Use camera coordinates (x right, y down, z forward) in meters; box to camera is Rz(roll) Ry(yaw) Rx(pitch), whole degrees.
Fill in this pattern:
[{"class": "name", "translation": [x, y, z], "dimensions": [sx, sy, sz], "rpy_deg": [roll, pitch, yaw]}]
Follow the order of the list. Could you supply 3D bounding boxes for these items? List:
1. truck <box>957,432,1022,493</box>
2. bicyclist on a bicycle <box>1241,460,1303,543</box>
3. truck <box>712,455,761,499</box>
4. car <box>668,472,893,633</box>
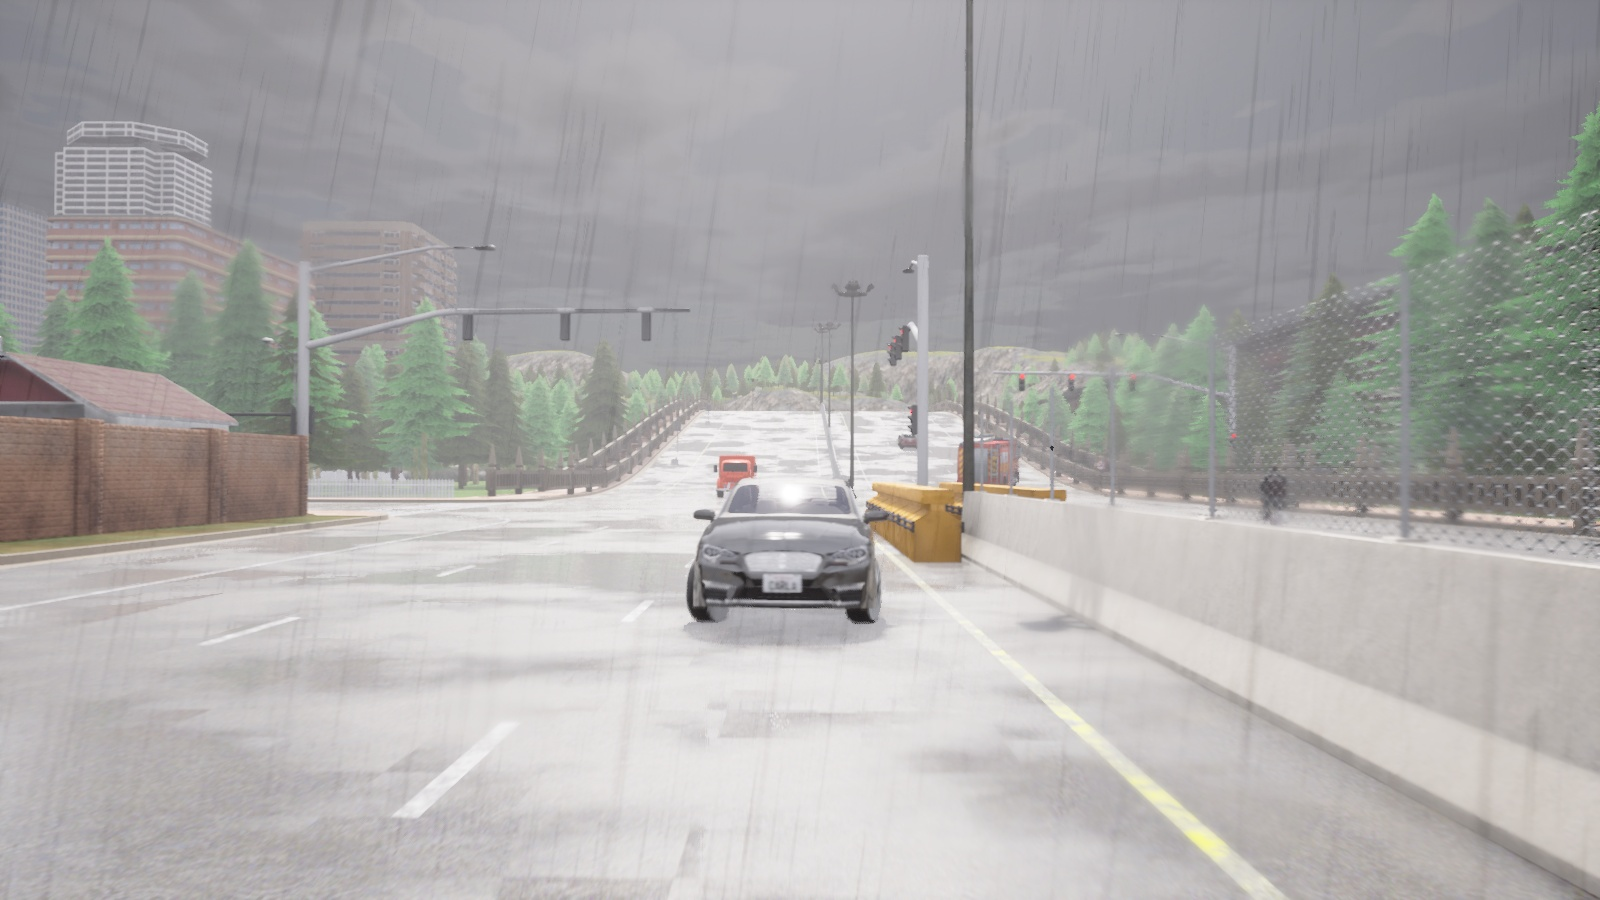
[{"class": "truck", "translation": [13.011, 0.763, 85.694], "dimensions": [2.891, 3.827, 8.468], "rpy_deg": [0, 2, 19]}, {"class": "bicyclist on a bicycle", "translation": [10.430, 1.109, 27.819], "dimensions": [0.659, 1.776, 1.843], "rpy_deg": [0, -1, 0]}, {"class": "truck", "translation": [-3.689, 1.573, 74.041], "dimensions": [2.627, 2.467, 5.204], "rpy_deg": [0, -1, 0]}, {"class": "car", "translation": [-0.093, 1.012, 14.307], "dimensions": [2.128, 1.511, 4.902], "rpy_deg": [0, -1, 2]}]
